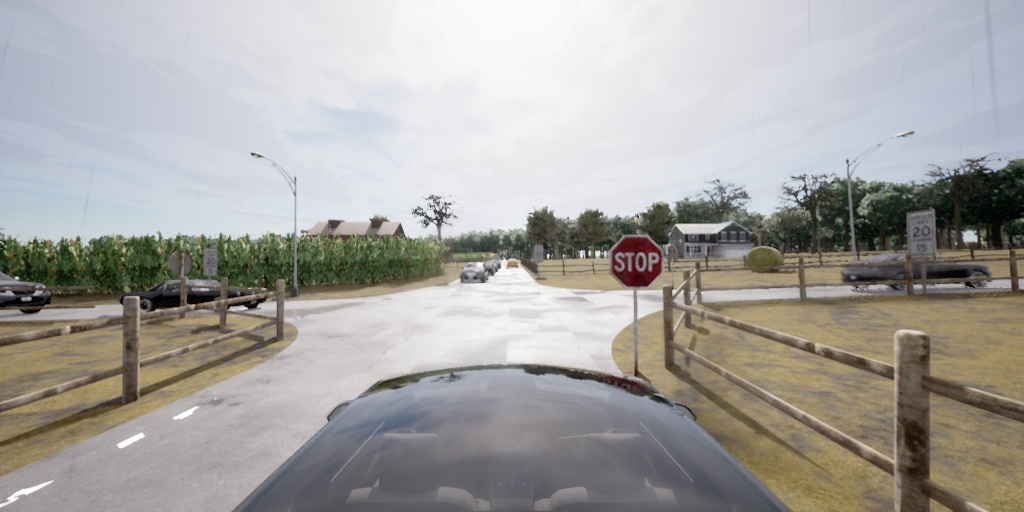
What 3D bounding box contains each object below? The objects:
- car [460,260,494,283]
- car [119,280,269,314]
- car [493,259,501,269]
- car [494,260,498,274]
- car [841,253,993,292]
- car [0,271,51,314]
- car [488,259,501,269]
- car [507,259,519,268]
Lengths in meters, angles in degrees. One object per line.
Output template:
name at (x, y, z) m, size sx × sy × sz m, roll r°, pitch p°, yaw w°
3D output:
car at (-2.944, 1.278, 28.821) m, size 2.128 × 1.511 × 4.902 m, roll 0°, pitch 0°, yaw 2°
car at (-12.748, 1.629, 14.636) m, size 4.718 × 1.301 × 1.895 m, roll -1°, pitch -2°, yaw 0°
car at (-2.839, 1.331, 48.425) m, size 1.812 × 1.442 × 4.674 m, roll 0°, pitch 0°, yaw 0°
car at (-2.845, 1.396, 38.929) m, size 1.895 × 1.301 × 4.718 m, roll 0°, pitch 0°, yaw 0°
car at (16.453, 0.606, 14.715) m, size 4.902 × 1.511 × 2.128 m, roll -2°, pitch -2°, yaw 0°
car at (-22.610, 1.466, 14.650) m, size 5.566 × 2.045 × 2.150 m, roll -1°, pitch -2°, yaw 0°
car at (-2.771, 1.294, 58.505) m, size 1.882 × 1.535 × 5.008 m, roll 0°, pitch 0°, yaw 0°
car at (0.097, 1.299, 62.085) m, size 1.882 × 1.535 × 5.008 m, roll 0°, pitch 0°, yaw 0°
